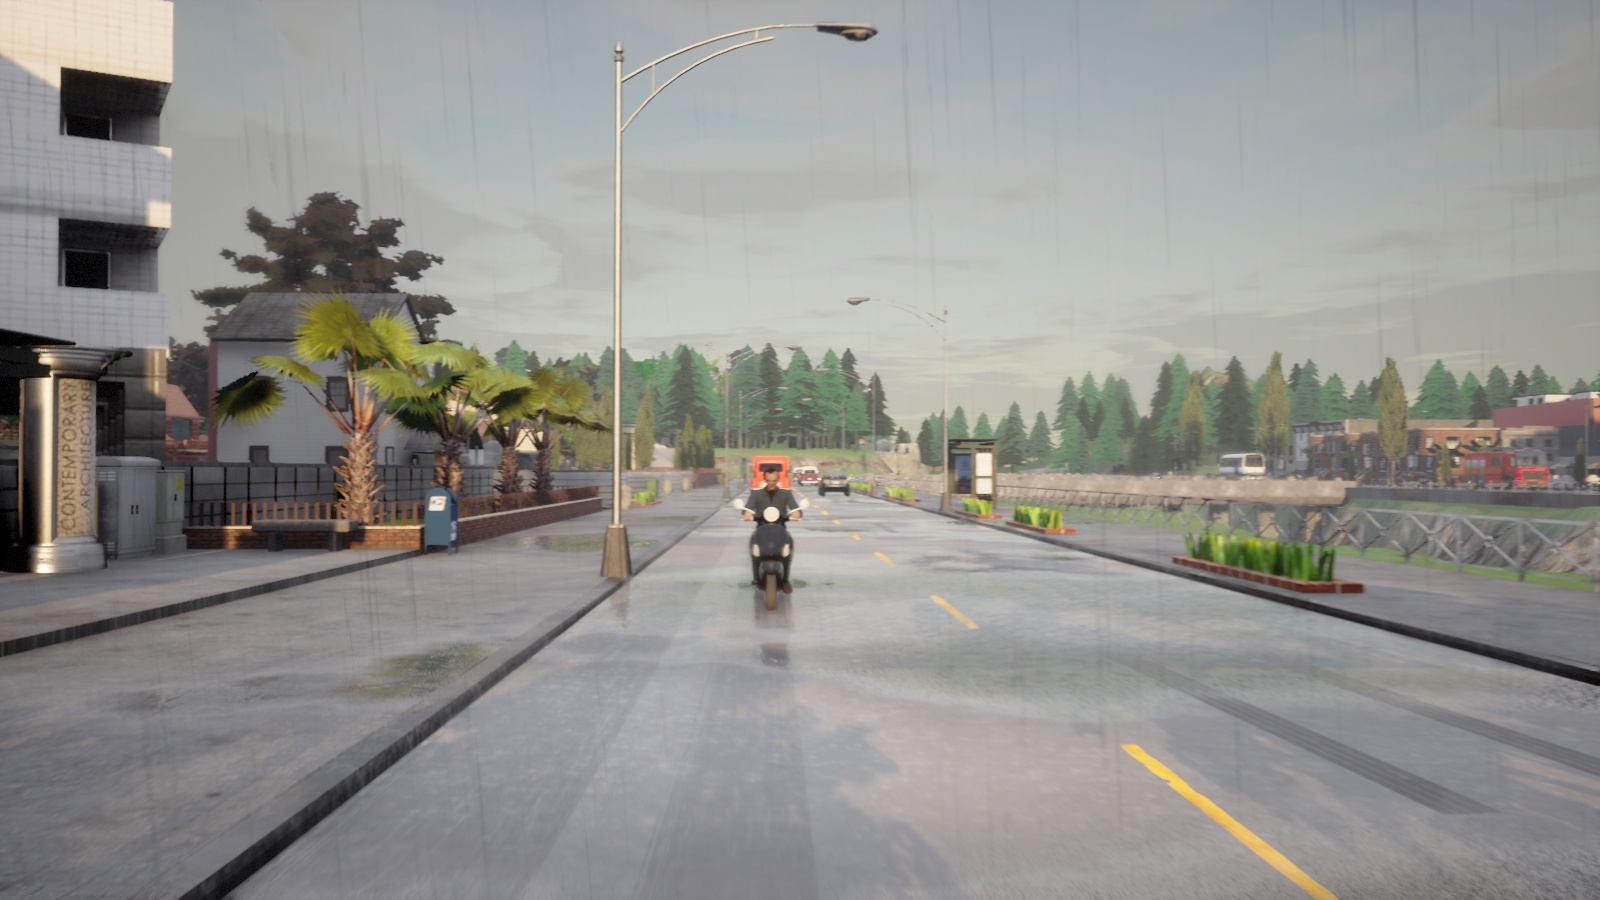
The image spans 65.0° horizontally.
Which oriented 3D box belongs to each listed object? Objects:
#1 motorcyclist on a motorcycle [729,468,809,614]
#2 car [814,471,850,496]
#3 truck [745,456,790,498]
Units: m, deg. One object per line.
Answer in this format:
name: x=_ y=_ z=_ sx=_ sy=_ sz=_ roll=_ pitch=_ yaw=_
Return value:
motorcyclist on a motorcycle: x=-0.360 y=1.016 z=14.675 sx=0.866 sy=1.590 sz=1.817 roll=0 pitch=-1 yaw=-1
car: x=1.980 y=2.074 z=79.185 sx=2.007 sy=1.525 sz=4.514 roll=0 pitch=-1 yaw=-1
truck: x=-1.947 y=1.613 z=76.174 sx=2.627 sy=2.467 sz=5.204 roll=0 pitch=-1 yaw=-1
